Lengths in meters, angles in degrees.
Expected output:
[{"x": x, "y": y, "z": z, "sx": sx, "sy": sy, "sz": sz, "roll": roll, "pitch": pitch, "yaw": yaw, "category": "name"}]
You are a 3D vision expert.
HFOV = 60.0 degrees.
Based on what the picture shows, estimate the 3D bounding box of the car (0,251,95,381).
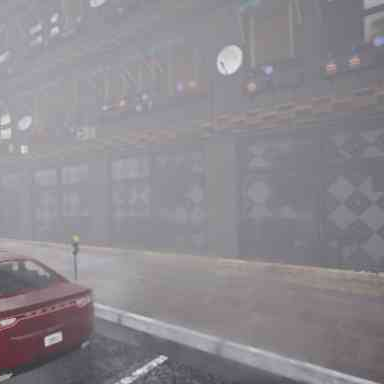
[{"x": -3.434, "y": 1.609, "z": 5.192, "sx": 4.507, "sy": 1.381, "sz": 1.887, "roll": -1, "pitch": -2, "yaw": 36, "category": "car"}]
